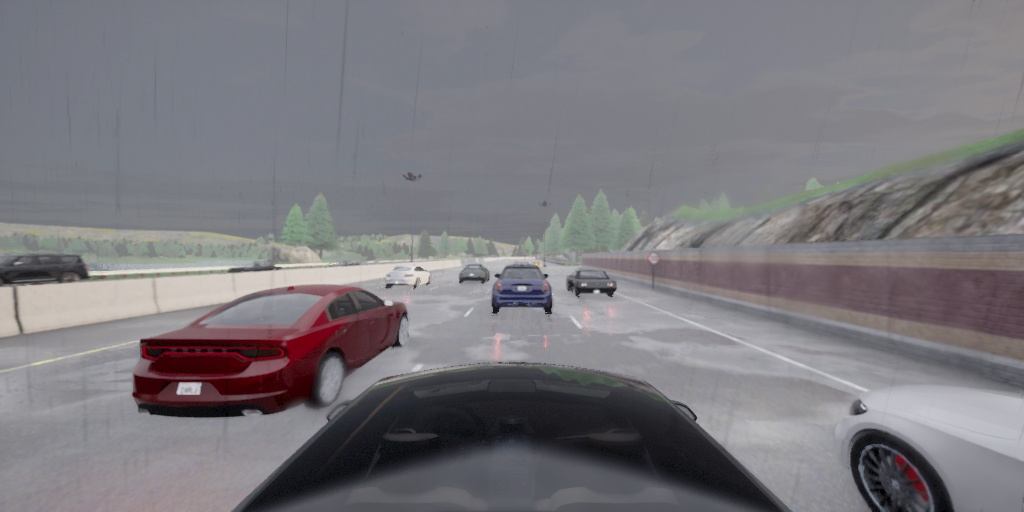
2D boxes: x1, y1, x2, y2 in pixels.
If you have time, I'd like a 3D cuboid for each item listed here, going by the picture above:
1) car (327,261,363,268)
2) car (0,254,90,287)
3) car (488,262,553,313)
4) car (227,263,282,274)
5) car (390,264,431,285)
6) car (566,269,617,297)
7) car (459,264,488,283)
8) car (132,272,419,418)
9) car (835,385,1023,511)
[{"bbox_3d":[-16.701,1.219,35.966,2.128,1.511,4.902,0,0,1],"label":"car"},{"bbox_3d":[-27.691,0.877,20.162,2.150,2.045,5.566,0,0,1],"label":"car"},{"bbox_3d":[0.374,1.100,14.070,2.097,1.767,4.553,0,0,1],"label":"car"},{"bbox_3d":[-23.799,1.265,33.376,1.895,1.301,4.718,0,0,2],"label":"car"},{"bbox_3d":[-6.429,1.249,22.496,1.812,1.442,4.674,0,0,1],"label":"car"},{"bbox_3d":[3.981,1.359,18.803,1.895,1.301,4.718,0,0,1],"label":"car"},{"bbox_3d":[-2.807,1.297,27.456,1.994,1.385,4.181,0,0,1],"label":"car"},{"bbox_3d":[-3.288,1.216,6.170,1.882,1.535,5.008,0,0,1],"label":"car"},{"bbox_3d":[3.662,1.288,1.056,1.812,1.442,4.674,0,0,0],"label":"car"}]
